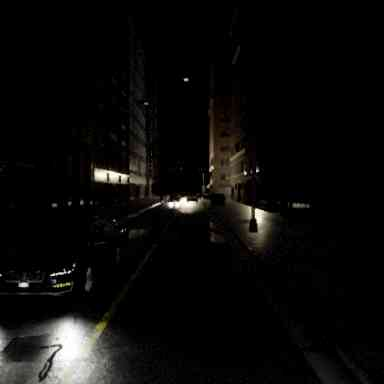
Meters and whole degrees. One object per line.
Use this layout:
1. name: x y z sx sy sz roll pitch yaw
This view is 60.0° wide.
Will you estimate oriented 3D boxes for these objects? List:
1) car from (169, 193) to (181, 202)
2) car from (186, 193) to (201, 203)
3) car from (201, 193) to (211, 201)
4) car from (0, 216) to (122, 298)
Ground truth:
1. car: -2.994 1.012 58.623 2.128 1.511 4.902 0 0 0
2. car: 0.066 1.038 55.531 2.128 1.511 4.902 0 0 1
3. car: 2.758 0.932 66.259 4.902 1.511 2.128 0 1 -32
4. car: -3.096 1.438 8.538 1.837 1.490 4.892 0 0 0
